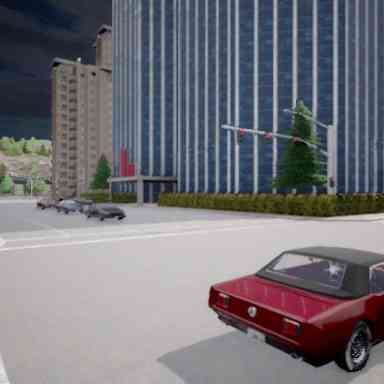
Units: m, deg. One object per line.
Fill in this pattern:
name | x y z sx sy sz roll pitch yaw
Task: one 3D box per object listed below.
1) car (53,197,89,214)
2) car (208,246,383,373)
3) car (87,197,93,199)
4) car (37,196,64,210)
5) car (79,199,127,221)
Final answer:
car | -12.874 1.533 35.180 1.812 1.442 4.674 0 0 -36
car | 2.654 1.605 5.643 4.718 1.301 1.895 0 0 -35
car | -16.909 1.505 53.017 2.128 1.511 4.902 0 0 -36
car | -18.662 1.359 43.186 2.097 1.767 4.553 0 0 -36
car | -7.284 1.555 27.429 2.033 1.411 5.357 0 0 -36
